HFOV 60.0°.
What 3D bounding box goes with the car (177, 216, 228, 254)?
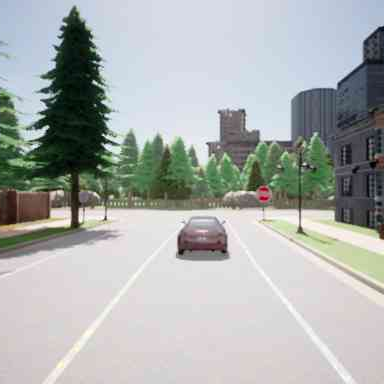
[{"bbox_3d":[0.490,1.698,14.145,1.994,1.385,4.181,0,0,3],"label":"car"}]
